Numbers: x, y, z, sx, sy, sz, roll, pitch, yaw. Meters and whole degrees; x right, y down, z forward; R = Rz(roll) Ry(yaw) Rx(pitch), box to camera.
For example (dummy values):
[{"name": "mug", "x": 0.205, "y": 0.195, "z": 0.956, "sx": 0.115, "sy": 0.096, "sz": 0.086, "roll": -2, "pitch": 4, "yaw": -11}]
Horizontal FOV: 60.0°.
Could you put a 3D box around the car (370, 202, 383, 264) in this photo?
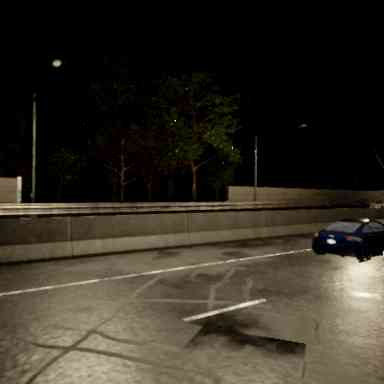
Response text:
[{"name": "car", "x": 7.455, "y": 1.359, "z": 9.137, "sx": 5.566, "sy": 2.045, "sz": 2.150, "roll": 1, "pitch": 0, "yaw": -35}]

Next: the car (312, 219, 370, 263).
[{"name": "car", "x": 6.501, "y": 1.717, "z": 12.743, "sx": 4.181, "sy": 1.385, "sz": 1.994, "roll": 1, "pitch": 0, "yaw": -35}]
